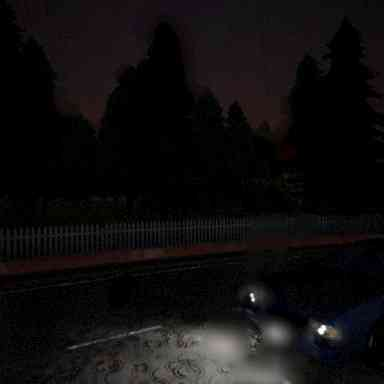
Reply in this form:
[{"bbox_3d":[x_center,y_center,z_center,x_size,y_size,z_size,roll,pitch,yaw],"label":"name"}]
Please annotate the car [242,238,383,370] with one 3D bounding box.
[{"bbox_3d":[3.527,1.548,5.709,5.357,1.411,2.033,0,0,-26],"label":"car"}]
